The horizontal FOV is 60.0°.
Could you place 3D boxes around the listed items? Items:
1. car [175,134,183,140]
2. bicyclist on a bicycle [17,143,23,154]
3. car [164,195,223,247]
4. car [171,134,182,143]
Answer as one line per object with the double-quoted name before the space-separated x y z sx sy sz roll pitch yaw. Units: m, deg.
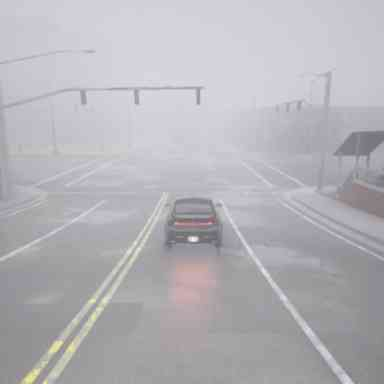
"car" -3.506 -15.170 91.207 2.033 1.411 5.357 0 12 0
"bicyclist on a bicycle" -25.267 -6.412 48.761 0.582 1.620 1.656 0 12 0
"car" 0.058 0.866 11.963 1.837 1.490 4.892 0 6 0
"car" -3.505 -12.187 75.678 2.150 2.045 5.566 0 12 0
